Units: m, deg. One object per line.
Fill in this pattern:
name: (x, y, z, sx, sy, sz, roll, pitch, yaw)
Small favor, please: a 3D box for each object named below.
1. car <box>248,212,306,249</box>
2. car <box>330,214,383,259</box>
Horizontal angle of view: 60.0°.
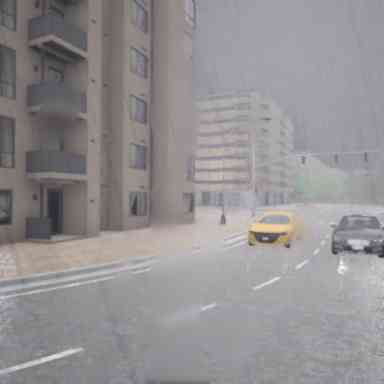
car: (4.224, 1.717, 16.123, 1.882, 1.535, 5.008, 0, -1, 28)
car: (6.949, 1.714, 13.805, 2.128, 1.511, 4.902, 0, -1, 28)
